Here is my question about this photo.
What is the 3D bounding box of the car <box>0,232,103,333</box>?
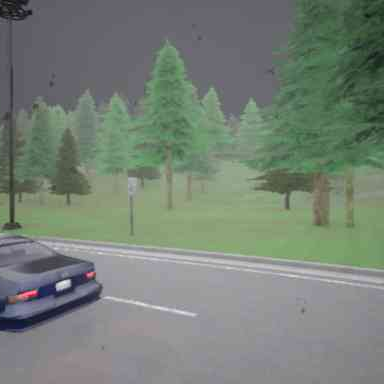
[{"bbox_3d":[-4.234,1.487,6.304,5.357,1.411,2.033,0,1,27],"label":"car"}]
